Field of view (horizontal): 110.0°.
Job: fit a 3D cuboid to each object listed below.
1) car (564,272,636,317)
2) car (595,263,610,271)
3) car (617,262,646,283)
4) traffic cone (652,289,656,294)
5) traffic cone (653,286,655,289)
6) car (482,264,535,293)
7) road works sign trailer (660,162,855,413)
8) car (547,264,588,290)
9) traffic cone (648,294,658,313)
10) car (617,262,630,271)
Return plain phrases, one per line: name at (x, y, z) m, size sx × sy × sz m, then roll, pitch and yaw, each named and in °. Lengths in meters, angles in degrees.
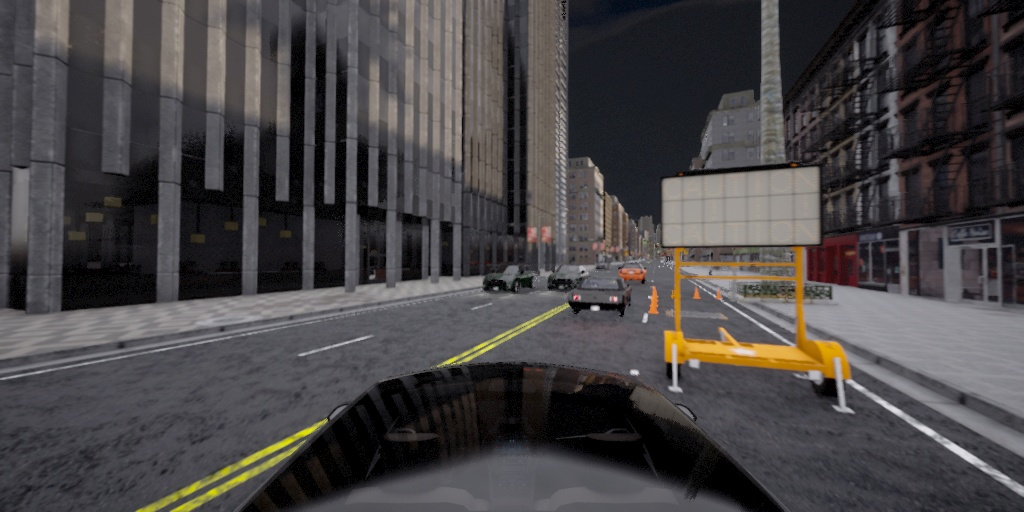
car at (3.611, 1.468, 14.015) m, size 1.895 × 1.301 × 4.718 m, roll 0°, pitch -1°, yaw 22°
car at (15.581, 1.827, 61.493) m, size 2.033 × 1.411 × 5.357 m, roll 0°, pitch -1°, yaw 23°
car at (10.449, 1.372, 30.997) m, size 2.097 × 1.767 × 4.553 m, roll 0°, pitch -1°, yaw 22°
traffic cone at (6.000, 1.831, 15.203) m, size 0.340 × 0.580 × 0.340 m, roll 0°, pitch 0°, yaw 22°
traffic cone at (6.747, 1.848, 17.058) m, size 0.340 × 0.580 × 0.340 m, roll 0°, pitch 0°, yaw 22°
car at (-0.110, 1.308, 22.713) m, size 2.097 × 1.767 × 4.553 m, roll 0°, pitch -1°, yaw 22°
road works sign trailer at (3.919, 0.256, 6.340) m, size 2.380 × 3.560 × 2.880 m, roll 0°, pitch 0°, yaw 22°
car at (3.825, 1.313, 23.784) m, size 2.097 × 1.767 × 4.553 m, roll 0°, pitch -1°, yaw 22°
traffic cone at (5.253, 1.814, 13.348) m, size 0.340 × 0.580 × 0.340 m, roll 0°, pitch 0°, yaw 22°
car at (19.424, 1.784, 62.324) m, size 1.837 × 1.490 × 4.892 m, roll 0°, pitch 0°, yaw 23°
